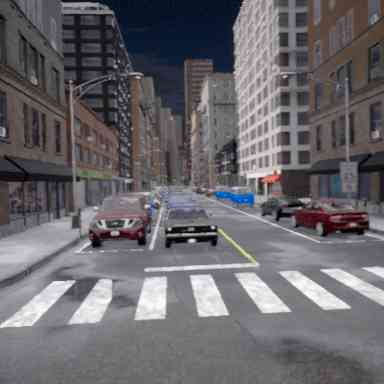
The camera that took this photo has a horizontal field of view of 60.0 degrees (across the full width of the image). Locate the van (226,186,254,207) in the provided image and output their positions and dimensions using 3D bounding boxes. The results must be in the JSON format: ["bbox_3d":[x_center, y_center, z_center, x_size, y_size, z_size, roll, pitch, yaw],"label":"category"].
[{"bbox_3d":[4.575,0.411,30.799,1.690,1.788,3.998,-2,1,-4],"label":"van"}]

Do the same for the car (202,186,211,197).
[{"bbox_3d":[3.066,0.129,52.752,1.802,1.307,4.206,-2,1,-4],"label":"car"}]

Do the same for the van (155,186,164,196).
[{"bbox_3d":[-6.579,-0.257,68.625,1.690,1.788,3.998,-2,1,-4],"label":"van"}]

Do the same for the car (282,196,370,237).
[{"bbox_3d":[5.717,1.006,14.344,1.887,1.381,4.507,-2,1,-4],"label":"car"}]

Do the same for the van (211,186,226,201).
[{"bbox_3d":[3.817,0.150,41.773,1.690,1.788,3.998,-2,1,-4],"label":"van"}]

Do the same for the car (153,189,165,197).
[{"bbox_3d":[-6.195,0.082,63.143,2.008,1.369,4.403,-2,1,-4],"label":"car"}]

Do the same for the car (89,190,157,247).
[{"bbox_3d":[-2.792,1.021,13.757,2.192,1.841,5.009,-2,1,-4],"label":"car"}]

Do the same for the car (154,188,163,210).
[{"bbox_3d":[-3.925,0.754,30.220,1.967,1.590,4.097,-2,1,-4],"label":"car"}]

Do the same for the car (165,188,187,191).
[{"bbox_3d":[-1.538,0.682,33.086,1.837,1.490,4.892,-2,1,-4],"label":"car"}]

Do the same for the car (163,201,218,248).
[{"bbox_3d":[-0.169,1.250,13.205,1.895,1.301,4.718,-2,1,-4],"label":"car"}]

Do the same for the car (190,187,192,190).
[{"bbox_3d":[1.168,-0.661,80.182,1.967,1.590,4.097,-2,1,-4],"label":"car"}]

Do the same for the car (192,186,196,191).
[{"bbox_3d":[1.922,-0.528,69.205,2.192,1.841,5.009,-2,1,-4],"label":"car"}]

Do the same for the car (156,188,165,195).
[{"bbox_3d":[-6.952,-0.162,74.118,1.947,1.339,4.313,-2,1,-4],"label":"car"}]

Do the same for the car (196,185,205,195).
[{"bbox_3d":[2.309,-0.131,63.725,1.802,1.307,4.206,-2,1,-4],"label":"car"}]

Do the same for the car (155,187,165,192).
[{"bbox_3d":[-4.682,0.493,41.194,1.967,1.590,4.097,-2,1,-4],"label":"car"}]

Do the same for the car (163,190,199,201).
[{"bbox_3d":[-0.819,0.902,22.658,1.882,1.535,5.008,-2,2,-4],"label":"car"}]

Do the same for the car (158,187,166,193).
[{"bbox_3d":[-8.088,-0.548,90.578,1.947,1.339,4.313,-2,1,-4],"label":"car"}]

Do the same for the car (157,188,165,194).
[{"bbox_3d":[-7.330,-0.275,79.605,1.802,1.307,4.206,-2,1,-4],"label":"car"}]

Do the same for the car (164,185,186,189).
[{"bbox_3d":[-2.490,0.046,47.958,2.150,2.045,5.566,-2,1,-4],"label":"car"}]

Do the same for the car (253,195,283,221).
[{"bbox_3d":[5.339,0.896,19.831,1.947,1.339,4.313,-2,1,-4],"label":"car"}]
